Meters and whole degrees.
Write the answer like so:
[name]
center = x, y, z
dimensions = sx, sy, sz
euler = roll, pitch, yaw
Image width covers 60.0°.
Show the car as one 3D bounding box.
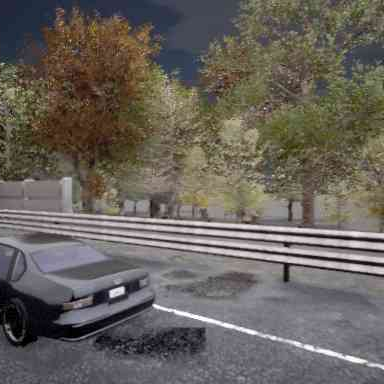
[car]
center = -3.182, 1.523, 6.305
dimensions = 5.357, 1.411, 2.033
euler = 0, 0, 34
